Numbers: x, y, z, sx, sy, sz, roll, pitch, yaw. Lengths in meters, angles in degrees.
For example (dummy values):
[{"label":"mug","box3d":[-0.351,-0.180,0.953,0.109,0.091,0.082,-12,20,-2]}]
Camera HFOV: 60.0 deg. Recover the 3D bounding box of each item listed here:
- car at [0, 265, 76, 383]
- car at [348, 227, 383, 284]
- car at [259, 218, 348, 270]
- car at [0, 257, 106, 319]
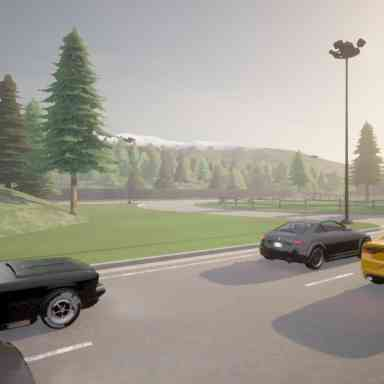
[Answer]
[{"label":"car","box3d":[-3.444,1.547,1.285,5.357,1.411,2.033,0,0,-36]},{"label":"car","box3d":[6.219,1.478,8.289,5.008,1.535,1.882,0,0,-35]},{"label":"car","box3d":[4.239,1.564,11.177,4.181,1.385,1.994,0,0,-35]},{"label":"car","box3d":[-3.884,1.601,5.277,4.718,1.301,1.895,0,0,-35]}]
